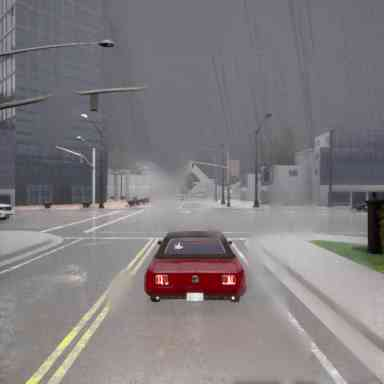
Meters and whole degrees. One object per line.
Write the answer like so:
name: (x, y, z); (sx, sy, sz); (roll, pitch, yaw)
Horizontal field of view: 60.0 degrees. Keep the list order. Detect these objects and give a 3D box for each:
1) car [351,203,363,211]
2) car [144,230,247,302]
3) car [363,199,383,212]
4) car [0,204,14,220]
car: (20.984, 1.498, 37.627); (5.357, 1.411, 2.033); (0, 0, -1)
car: (0.072, 1.601, 8.208); (1.895, 1.301, 4.718); (0, 0, 0)
car: (20.962, 1.496, 34.117); (5.357, 1.411, 2.033); (0, 0, -1)
car: (-17.335, 1.339, 26.611); (5.566, 2.045, 2.150); (-1, 0, 0)
